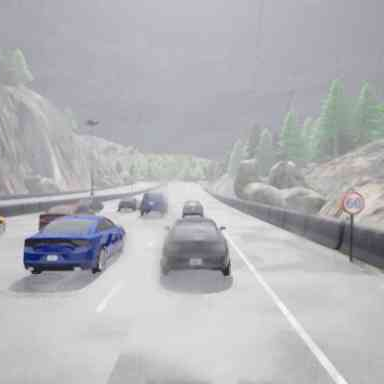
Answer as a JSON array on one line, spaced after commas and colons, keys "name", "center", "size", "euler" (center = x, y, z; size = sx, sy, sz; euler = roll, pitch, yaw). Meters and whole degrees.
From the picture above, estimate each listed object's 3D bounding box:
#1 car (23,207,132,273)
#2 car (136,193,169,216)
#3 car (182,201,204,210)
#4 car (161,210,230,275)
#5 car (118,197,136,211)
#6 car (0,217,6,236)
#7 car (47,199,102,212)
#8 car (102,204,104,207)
[{"name": "car", "center": [-3.403, 1.450, 10.572], "size": [1.882, 1.535, 5.008], "euler": [0, 0, 0]}, {"name": "car", "center": [-3.412, 1.105, 30.717], "size": [2.150, 2.045, 5.566], "euler": [0, 0, 0]}, {"name": "car", "center": [0.088, 1.443, 28.926], "size": [2.033, 1.411, 5.357], "euler": [0, 0, 0]}, {"name": "car", "center": [0.097, 1.498, 10.244], "size": [1.812, 1.442, 4.674], "euler": [0, 0, 0]}, {"name": "car", "center": [-6.915, 1.335, 37.015], "size": [1.837, 1.490, 4.892], "euler": [0, 1, 0]}, {"name": "car", "center": [-10.405, 1.441, 14.952], "size": [1.882, 1.535, 5.008], "euler": [0, 0, 0]}, {"name": "car", "center": [-6.907, 1.427, 19.027], "size": [1.882, 1.535, 5.008], "euler": [0, 0, 0]}, {"name": "car", "center": [-10.414, 1.410, 33.764], "size": [2.033, 1.411, 5.357], "euler": [0, 1, 0]}]
